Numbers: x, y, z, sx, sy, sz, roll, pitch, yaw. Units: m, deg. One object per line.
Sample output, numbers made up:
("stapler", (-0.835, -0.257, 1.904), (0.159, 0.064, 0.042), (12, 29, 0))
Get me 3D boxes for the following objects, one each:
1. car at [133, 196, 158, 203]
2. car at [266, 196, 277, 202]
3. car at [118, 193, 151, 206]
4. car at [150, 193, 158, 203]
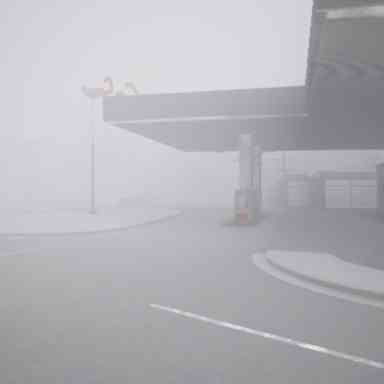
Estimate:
("car", (-9.365, 1.534, 67.717), (4.718, 1.301, 1.895), (0, 0, -34))
("car", (19.058, 1.503, 72.757), (5.357, 1.411, 2.033), (0, 0, 0))
("car", (-9.376, 1.427, 52.801), (1.882, 1.535, 5.008), (0, 0, 39))
("car", (-9.801, 1.162, 63.048), (5.566, 2.045, 2.150), (0, -1, -41))
